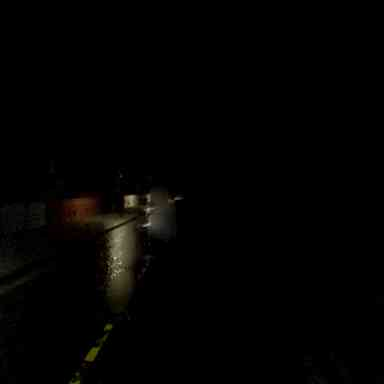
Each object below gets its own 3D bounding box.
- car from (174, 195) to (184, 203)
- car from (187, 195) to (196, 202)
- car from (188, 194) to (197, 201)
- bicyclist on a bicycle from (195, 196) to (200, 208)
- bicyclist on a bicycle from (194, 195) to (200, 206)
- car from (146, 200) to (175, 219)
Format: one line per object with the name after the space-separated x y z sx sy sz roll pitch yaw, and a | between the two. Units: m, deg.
-2.735 1.454 69.771 1.812 1.442 4.674 0 0 0 | car
0.016 1.472 70.666 1.812 1.442 4.674 0 0 0 | car
0.018 1.380 80.787 2.128 1.511 4.902 0 0 0 | car
0.766 1.401 44.110 0.582 1.620 1.656 0 0 0 | bicyclist on a bicycle
0.762 1.381 53.899 0.866 1.612 1.509 0 2 0 | bicyclist on a bicycle
-2.843 1.560 29.258 1.895 1.301 4.718 0 0 0 | car
